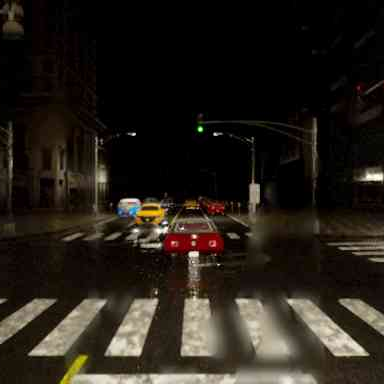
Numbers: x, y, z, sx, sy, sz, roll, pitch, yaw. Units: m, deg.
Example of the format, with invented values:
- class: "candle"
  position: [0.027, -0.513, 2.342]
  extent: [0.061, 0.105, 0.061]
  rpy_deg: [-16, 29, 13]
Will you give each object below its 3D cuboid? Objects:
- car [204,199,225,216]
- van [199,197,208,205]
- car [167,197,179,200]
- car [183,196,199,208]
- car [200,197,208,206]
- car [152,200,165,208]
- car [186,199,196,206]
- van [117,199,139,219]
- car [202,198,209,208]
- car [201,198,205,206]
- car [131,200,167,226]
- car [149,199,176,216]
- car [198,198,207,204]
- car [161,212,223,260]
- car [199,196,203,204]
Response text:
- class: "car"
  position: [2.684, 1.830, 36.752]
  extent: [1.887, 1.381, 4.507]
  rpy_deg: [0, 0, 0]
- class: "van"
  position: [2.574, 1.945, 75.430]
  extent: [1.690, 1.788, 3.998]
  rpy_deg: [0, 0, 0]
- class: "car"
  position: [-3.200, 1.863, 45.587]
  extent: [1.837, 1.490, 4.892]
  rpy_deg: [0, 0, 0]
- class: "car"
  position: [-0.143, 1.921, 56.039]
  extent: [1.882, 1.535, 5.008]
  rpy_deg: [0, 0, 0]
- class: "car"
  position: [2.637, 1.948, 53.497]
  extent: [1.752, 1.417, 4.829]
  rpy_deg: [0, 0, 0]
- class: "car"
  position: [-5.925, 2.050, 58.846]
  extent: [1.802, 1.307, 4.206]
  rpy_deg: [0, 0, 0]
- class: "car"
  position: [-0.169, 2.132, 66.487]
  extent: [1.895, 1.301, 4.718]
  rpy_deg: [0, 0, 0]
- class: "van"
  position: [-5.858, 1.583, 31.224]
  extent: [1.690, 1.788, 3.998]
  rpy_deg: [0, 0, 0]
- class: "car"
  position: [2.668, 1.874, 42.277]
  extent: [1.887, 1.381, 4.507]
  rpy_deg: [0, 0, 0]
- class: "car"
  position: [2.653, 1.920, 47.802]
  extent: [1.887, 1.381, 4.507]
  rpy_deg: [0, 0, 0]
- class: "car"
  position: [-3.157, 1.675, 25.567]
  extent: [1.882, 1.535, 5.008]
  rpy_deg: [0, 0, -2]
- class: "car"
  position: [-3.186, 1.767, 35.454]
  extent: [2.128, 1.511, 4.902]
  rpy_deg: [0, 0, 0]
- class: "car"
  position: [2.560, 2.200, 80.953]
  extent: [2.008, 1.369, 4.403]
  rpy_deg: [0, 0, 0]
- class: "car"
  position: [0.050, 1.673, 12.743]
  extent: [1.895, 1.301, 4.718]
  rpy_deg: [-1, 0, 0]
- class: "car"
  position: [2.606, 2.057, 64.378]
  extent: [1.887, 1.381, 4.507]
  rpy_deg: [0, 0, 0]
